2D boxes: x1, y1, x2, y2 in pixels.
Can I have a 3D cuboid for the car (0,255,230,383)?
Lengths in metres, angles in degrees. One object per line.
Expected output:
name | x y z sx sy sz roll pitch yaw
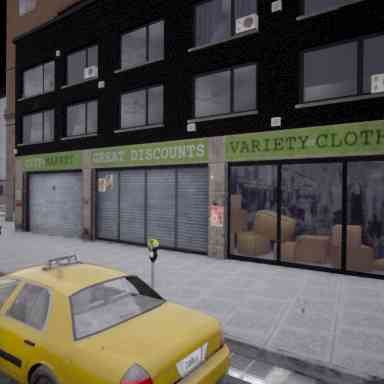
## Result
car | -1.875 1.524 4.428 4.829 1.417 1.752 0 1 36

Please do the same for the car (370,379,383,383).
car | 2.810 1.551 1.085 4.403 1.369 2.008 0 1 36
